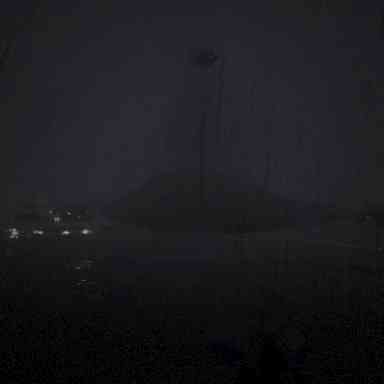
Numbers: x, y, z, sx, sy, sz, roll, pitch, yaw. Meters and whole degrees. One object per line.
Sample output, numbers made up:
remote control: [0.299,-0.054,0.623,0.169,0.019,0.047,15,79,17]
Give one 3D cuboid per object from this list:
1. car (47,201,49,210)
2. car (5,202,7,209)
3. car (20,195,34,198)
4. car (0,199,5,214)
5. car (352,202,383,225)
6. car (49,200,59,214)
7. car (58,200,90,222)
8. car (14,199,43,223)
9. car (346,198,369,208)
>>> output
car: [-19.441,1.756,47.190,1.994,1.385,4.181,0,0,-26]
car: [-26.193,1.697,45.046,2.033,1.411,5.357,0,0,-26]
car: [-23.409,1.398,47.324,2.150,2.045,5.566,0,-1,-26]
car: [-20.748,1.674,34.119,1.994,1.385,4.181,0,0,-27]
car: [14.521,1.742,26.247,1.812,1.442,4.674,0,0,42]
car: [-14.349,1.718,36.984,1.994,1.385,4.181,0,0,-27]
car: [-9.853,1.647,28.002,1.812,1.442,4.674,0,0,-27]
car: [-13.047,1.577,26.562,1.882,1.535,5.008,0,0,-27]
car: [26.143,1.771,52.391,2.097,1.767,4.553,0,0,2]
